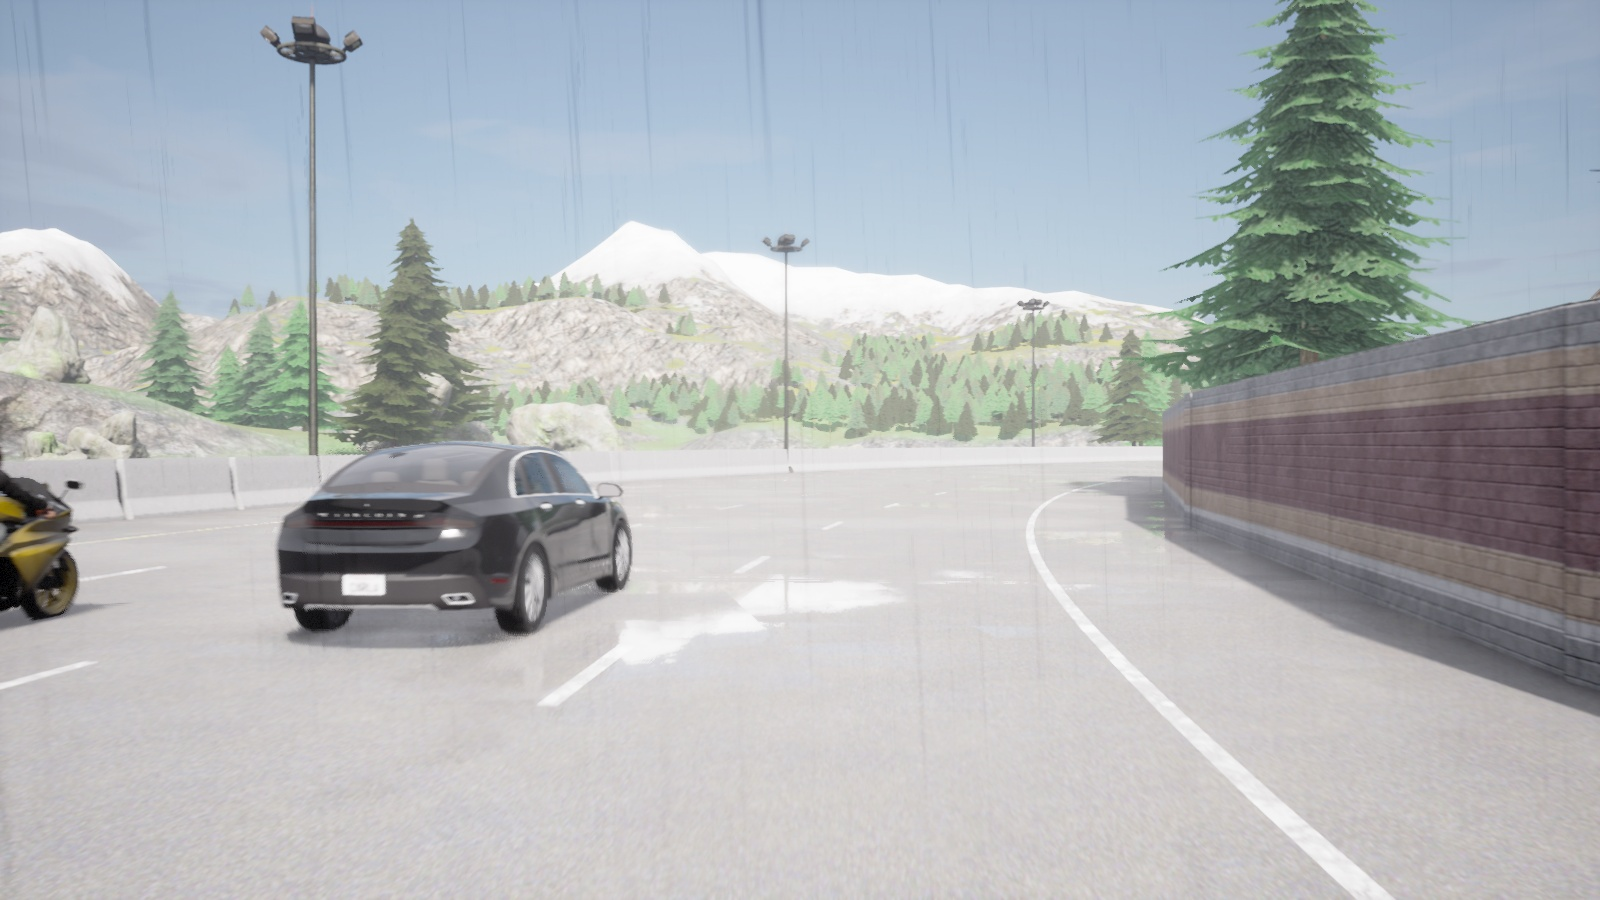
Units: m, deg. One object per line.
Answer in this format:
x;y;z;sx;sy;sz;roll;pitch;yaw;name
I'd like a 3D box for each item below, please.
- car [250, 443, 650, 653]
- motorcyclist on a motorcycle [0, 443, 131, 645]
-2.812;0.684;11.421;1.837;1.490;4.892;0;0;6;car
-6.505;0.718;10.148;0.866;1.530;2.191;1;0;5;motorcyclist on a motorcycle
